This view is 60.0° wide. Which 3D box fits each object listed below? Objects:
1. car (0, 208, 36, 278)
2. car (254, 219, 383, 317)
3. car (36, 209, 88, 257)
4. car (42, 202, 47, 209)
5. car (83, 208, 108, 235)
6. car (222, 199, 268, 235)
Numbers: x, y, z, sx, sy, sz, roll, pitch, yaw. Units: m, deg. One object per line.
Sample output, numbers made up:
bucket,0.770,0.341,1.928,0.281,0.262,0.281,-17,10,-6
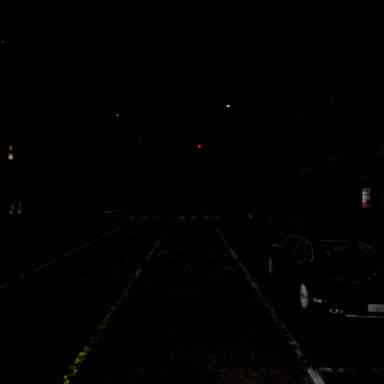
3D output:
car,-5.805,1.309,7.322,2.192,1.841,5.009,1,0,0
car,2.839,1.544,7.289,2.008,1.369,4.403,1,0,0
car,-5.807,1.555,12.891,1.947,1.339,4.313,1,0,0
car,-17.764,1.244,34.974,4.553,1.767,2.097,-1,-1,1
car,-5.807,1.567,18.459,1.802,1.307,4.206,1,0,0
car,2.844,1.299,18.424,2.192,1.841,5.009,1,0,0
